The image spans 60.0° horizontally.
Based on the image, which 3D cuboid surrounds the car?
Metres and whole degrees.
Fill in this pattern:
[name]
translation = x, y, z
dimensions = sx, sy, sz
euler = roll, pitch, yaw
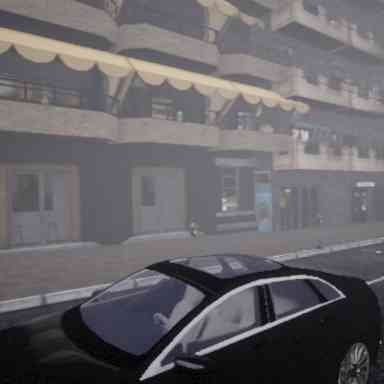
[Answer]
[car]
translation = 0.063, 1.492, 3.423
dimensions = 4.902, 1.511, 2.128
euler = 0, 0, -36
